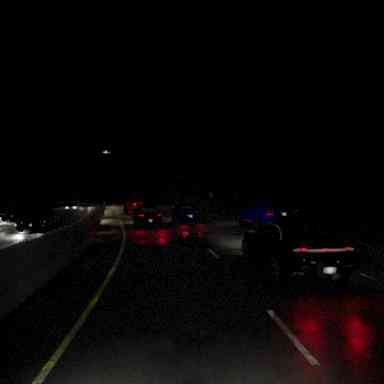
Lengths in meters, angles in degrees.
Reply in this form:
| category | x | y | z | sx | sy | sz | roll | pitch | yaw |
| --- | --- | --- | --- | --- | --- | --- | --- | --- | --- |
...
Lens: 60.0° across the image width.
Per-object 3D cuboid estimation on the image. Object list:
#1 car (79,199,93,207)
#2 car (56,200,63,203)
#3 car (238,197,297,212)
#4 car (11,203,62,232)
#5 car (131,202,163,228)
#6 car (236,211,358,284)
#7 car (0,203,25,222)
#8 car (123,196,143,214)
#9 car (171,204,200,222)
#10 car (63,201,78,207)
| category | x | y | z | sx | sy | sz | roll | pitch | yaw |
| --- | --- | --- | --- | --- | --- | --- | --- | --- | --- |
| car | -19.769 | 2.113 | 62.262 | 1.812 | 1.442 | 4.674 | 0 | -1 | -13 |
| car | -30.573 | 2.678 | 77.081 | 1.812 | 1.442 | 4.674 | 0 | -5 | -14 |
| car | 4.606 | 1.346 | 21.157 | 2.150 | 2.045 | 5.566 | 0 | 0 | -12 |
| car | -10.039 | 1.717 | 21.898 | 1.837 | 1.490 | 4.892 | 0 | 0 | -13 |
| car | -3.226 | 1.714 | 24.101 | 1.812 | 1.442 | 4.674 | 0 | -1 | -13 |
| car | 2.856 | 1.550 | 9.854 | 2.128 | 1.511 | 4.902 | 0 | 0 | -5 |
| car | -15.612 | 1.808 | 30.085 | 1.837 | 1.490 | 4.892 | 0 | -1 | -14 |
| car | -7.022 | 1.544 | 39.996 | 2.150 | 2.045 | 5.566 | 0 | 0 | -14 |
| car | -0.609 | 1.729 | 28.283 | 1.812 | 1.442 | 4.674 | 0 | 0 | -13 |
| car | -25.315 | 2.533 | 70.290 | 1.895 | 1.301 | 4.718 | 0 | -3 | -14 |
